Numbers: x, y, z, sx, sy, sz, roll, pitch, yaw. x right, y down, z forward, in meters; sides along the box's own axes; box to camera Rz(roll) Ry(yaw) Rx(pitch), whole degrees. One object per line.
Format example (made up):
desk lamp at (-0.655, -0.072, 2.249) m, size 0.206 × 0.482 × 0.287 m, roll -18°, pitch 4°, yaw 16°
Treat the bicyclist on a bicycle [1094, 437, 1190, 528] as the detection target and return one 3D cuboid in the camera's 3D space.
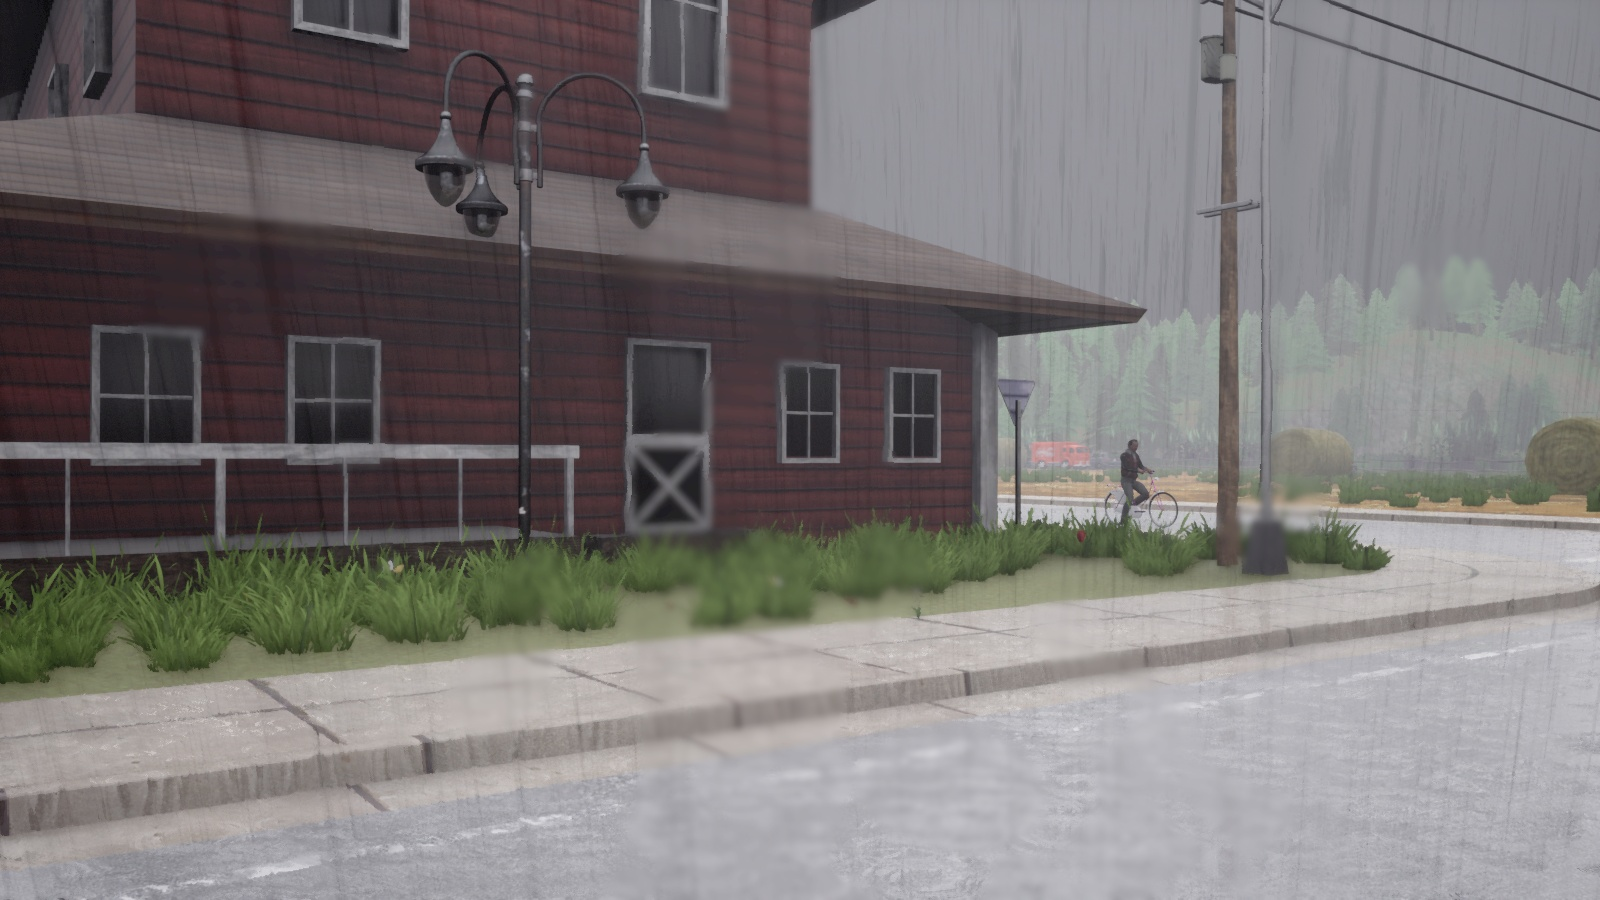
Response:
bicyclist on a bicycle at (6.850, 0.636, 25.217) m, size 0.659 × 1.776 × 1.843 m, roll 0°, pitch 0°, yaw -36°
